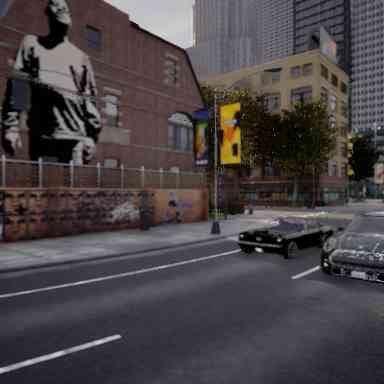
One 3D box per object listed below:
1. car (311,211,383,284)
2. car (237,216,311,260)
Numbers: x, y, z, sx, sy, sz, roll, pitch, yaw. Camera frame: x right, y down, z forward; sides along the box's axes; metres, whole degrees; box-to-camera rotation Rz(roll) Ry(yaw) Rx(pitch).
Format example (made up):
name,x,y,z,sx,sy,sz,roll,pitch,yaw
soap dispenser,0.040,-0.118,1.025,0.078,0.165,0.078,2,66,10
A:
name,x,y,z,sx,sy,sz,roll,pitch,yaw
car,5.462,1.374,9.566,2.097,1.767,4.553,0,0,42
car,3.733,1.644,12.837,1.895,1.301,4.718,0,0,42
